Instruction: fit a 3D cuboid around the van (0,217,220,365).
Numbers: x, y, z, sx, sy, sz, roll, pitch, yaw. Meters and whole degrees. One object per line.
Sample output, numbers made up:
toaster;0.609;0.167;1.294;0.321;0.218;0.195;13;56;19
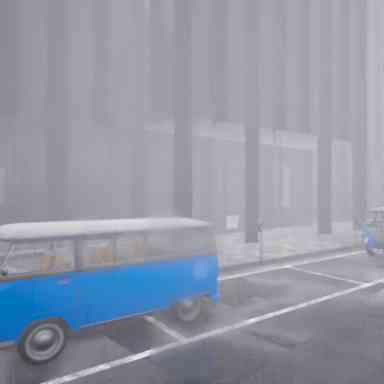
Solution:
van;-1.404;1.352;5.539;3.998;1.788;1.690;0;-1;-36

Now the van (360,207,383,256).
van;7.782;1.417;12.116;3.998;1.788;1.690;0;-1;-36
